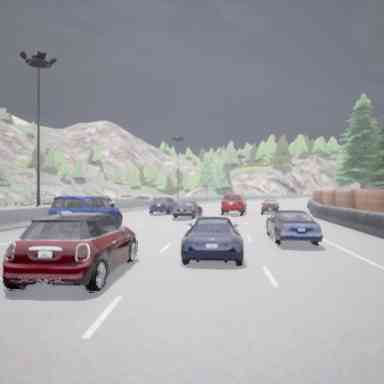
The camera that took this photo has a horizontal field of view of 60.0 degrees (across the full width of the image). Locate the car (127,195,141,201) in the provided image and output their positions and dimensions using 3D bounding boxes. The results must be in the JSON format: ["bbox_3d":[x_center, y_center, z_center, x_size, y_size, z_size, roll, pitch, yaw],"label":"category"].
[{"bbox_3d":[-9.501,1.438,60.115,1.837,1.490,4.892,0,0,21],"label":"car"}]

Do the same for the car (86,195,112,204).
[{"bbox_3d":[-16.864,1.395,60.418,1.882,1.535,5.008,0,0,21],"label":"car"}]

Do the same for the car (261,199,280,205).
[{"bbox_3d":[8.299,1.516,35.108,1.812,1.442,4.674,0,0,14],"label":"car"}]

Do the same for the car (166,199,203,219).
[{"bbox_3d":[-0.310,1.524,29.056,2.033,1.411,5.357,0,0,12],"label":"car"}]

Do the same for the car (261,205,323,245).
[{"bbox_3d":[4.602,1.545,15.603,2.033,1.411,5.357,0,0,6],"label":"car"}]

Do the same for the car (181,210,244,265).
[{"bbox_3d":[0.747,1.556,11.804,1.994,1.385,4.181,0,0,5],"label":"car"}]

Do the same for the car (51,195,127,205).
[{"bbox_3d":[-5.632,1.195,18.039,2.150,2.045,5.566,0,0,7],"label":"car"}]

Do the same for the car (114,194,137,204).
[{"bbox_3d":[-12.407,1.277,62.231,2.097,1.767,4.553,0,0,21],"label":"car"}]

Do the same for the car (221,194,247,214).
[{"bbox_3d":[4.256,1.205,33.427,2.150,2.045,5.566,0,0,13],"label":"car"}]

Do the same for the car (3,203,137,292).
[{"bbox_3d":[-2.962,1.339,9.135,2.097,1.767,4.553,0,0,4],"label":"car"}]

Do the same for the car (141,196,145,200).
[{"bbox_3d":[-6.453,1.467,58.293,1.812,1.442,4.674,0,0,21],"label":"car"}]

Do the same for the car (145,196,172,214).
[{"bbox_3d":[-2.731,1.320,34.131,2.097,1.767,4.553,0,0,13],"label":"car"}]
